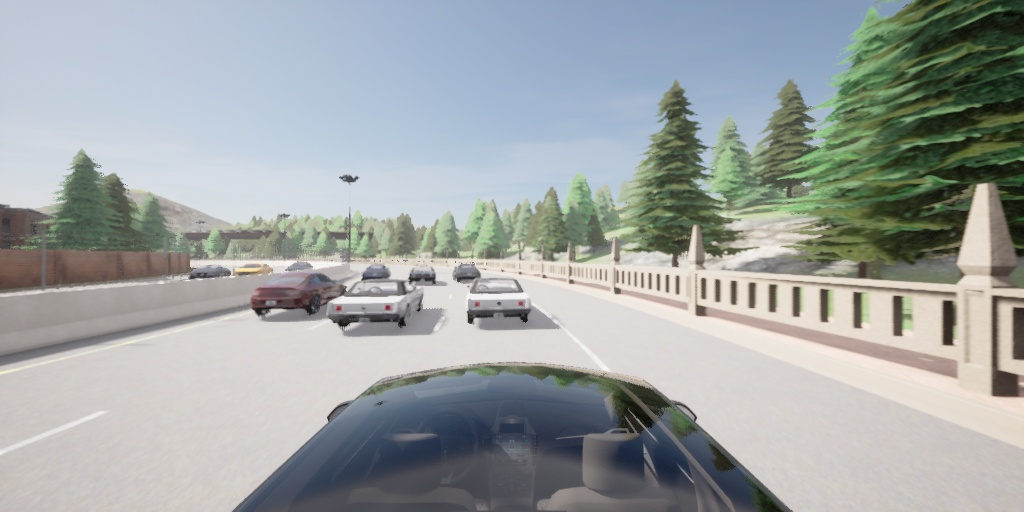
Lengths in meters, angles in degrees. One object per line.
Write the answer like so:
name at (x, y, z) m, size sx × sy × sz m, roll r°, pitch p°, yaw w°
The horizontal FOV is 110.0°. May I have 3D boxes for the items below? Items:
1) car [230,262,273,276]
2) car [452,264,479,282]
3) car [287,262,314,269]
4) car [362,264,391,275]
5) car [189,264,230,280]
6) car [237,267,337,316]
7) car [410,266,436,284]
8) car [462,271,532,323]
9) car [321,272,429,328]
car at (-23.252, 1.332, 32.507) m, size 1.882 × 1.535 × 5.008 m, roll 0°, pitch 0°, yaw -20°
car at (-3.746, 1.344, 29.184) m, size 1.994 × 1.385 × 4.181 m, roll 0°, pitch 0°, yaw -14°
car at (-20.236, 1.322, 34.433) m, size 1.882 × 1.535 × 5.008 m, roll 0°, pitch 0°, yaw -21°
car at (-11.058, 1.371, 29.432) m, size 1.994 × 1.385 × 4.181 m, roll 0°, pitch 0°, yaw -16°
car at (-26.816, 1.432, 32.033) m, size 1.994 × 1.385 × 4.181 m, roll 0°, pitch 0°, yaw -21°
car at (-7.811, 1.312, 13.533) m, size 1.812 × 1.442 × 4.674 m, roll 0°, pitch 0°, yaw -7°
car at (-6.782, 1.391, 27.168) m, size 1.895 × 1.301 × 4.718 m, roll 0°, pitch 0°, yaw -14°
car at (-0.589, 1.359, 12.188) m, size 1.895 × 1.301 × 4.718 m, roll 0°, pitch 0°, yaw -6°
car at (-4.026, 1.372, 11.468) m, size 1.895 × 1.301 × 4.718 m, roll 0°, pitch 0°, yaw -6°
